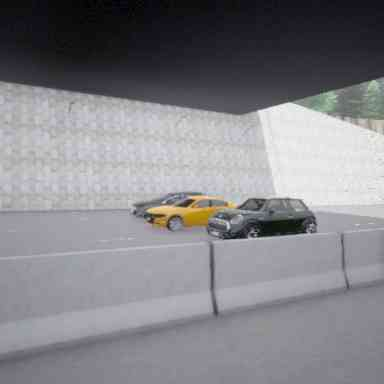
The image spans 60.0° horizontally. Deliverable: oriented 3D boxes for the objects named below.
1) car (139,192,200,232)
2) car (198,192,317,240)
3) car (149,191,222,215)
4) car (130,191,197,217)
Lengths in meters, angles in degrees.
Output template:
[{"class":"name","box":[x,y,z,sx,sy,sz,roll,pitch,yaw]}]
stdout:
[{"class":"car","box":[0.267,0.948,16.036,5.008,1.535,1.882,0,2,-29]},{"class":"car","box":[2.869,0.973,13.471,4.553,1.767,2.097,0,2,-29]},{"class":"car","box":[-0.424,0.711,23.643,4.892,1.490,1.837,0,2,-29]},{"class":"car","box":[-1.093,0.822,19.280,4.902,1.511,2.128,0,2,-29]}]
